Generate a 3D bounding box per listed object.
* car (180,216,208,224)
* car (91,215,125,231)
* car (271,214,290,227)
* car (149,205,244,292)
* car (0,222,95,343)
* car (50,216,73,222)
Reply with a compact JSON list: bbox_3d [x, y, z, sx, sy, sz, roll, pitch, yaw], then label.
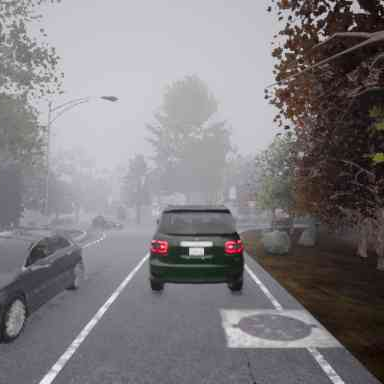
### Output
[{"bbox_3d":[0.397,5.573,66.686,5.357,1.411,2.033,0,-4,14],"label":"car"},{"bbox_3d":[-8.243,2.975,32.344,1.837,1.490,4.892,4,-6,-37],"label":"car"},{"bbox_3d":[11.974,3.718,44.129,2.097,1.767,4.553,-2,-5,27],"label":"car"},{"bbox_3d":[0.116,1.371,9.464,2.150,2.045,5.566,0,-1,0],"label":"car"},{"bbox_3d":[-3.628,1.578,6.602,1.837,1.490,4.892,0,-1,0],"label":"car"},{"bbox_3d":[-19.541,4.292,50.016,1.882,1.535,5.008,-1,-4,0],"label":"car"}]
